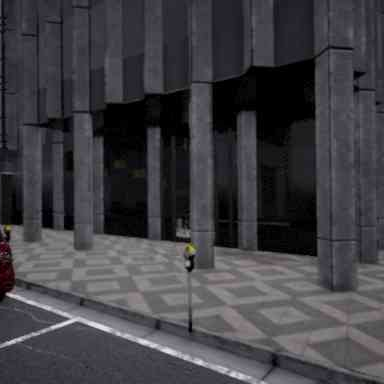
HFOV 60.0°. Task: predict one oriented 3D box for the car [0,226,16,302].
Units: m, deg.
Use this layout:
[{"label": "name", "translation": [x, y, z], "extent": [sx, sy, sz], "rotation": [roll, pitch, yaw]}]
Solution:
[{"label": "car", "translation": [-5.645, 1.347, 6.895], "extent": [5.009, 1.841, 2.192], "rotation": [0, -1, 36]}]
